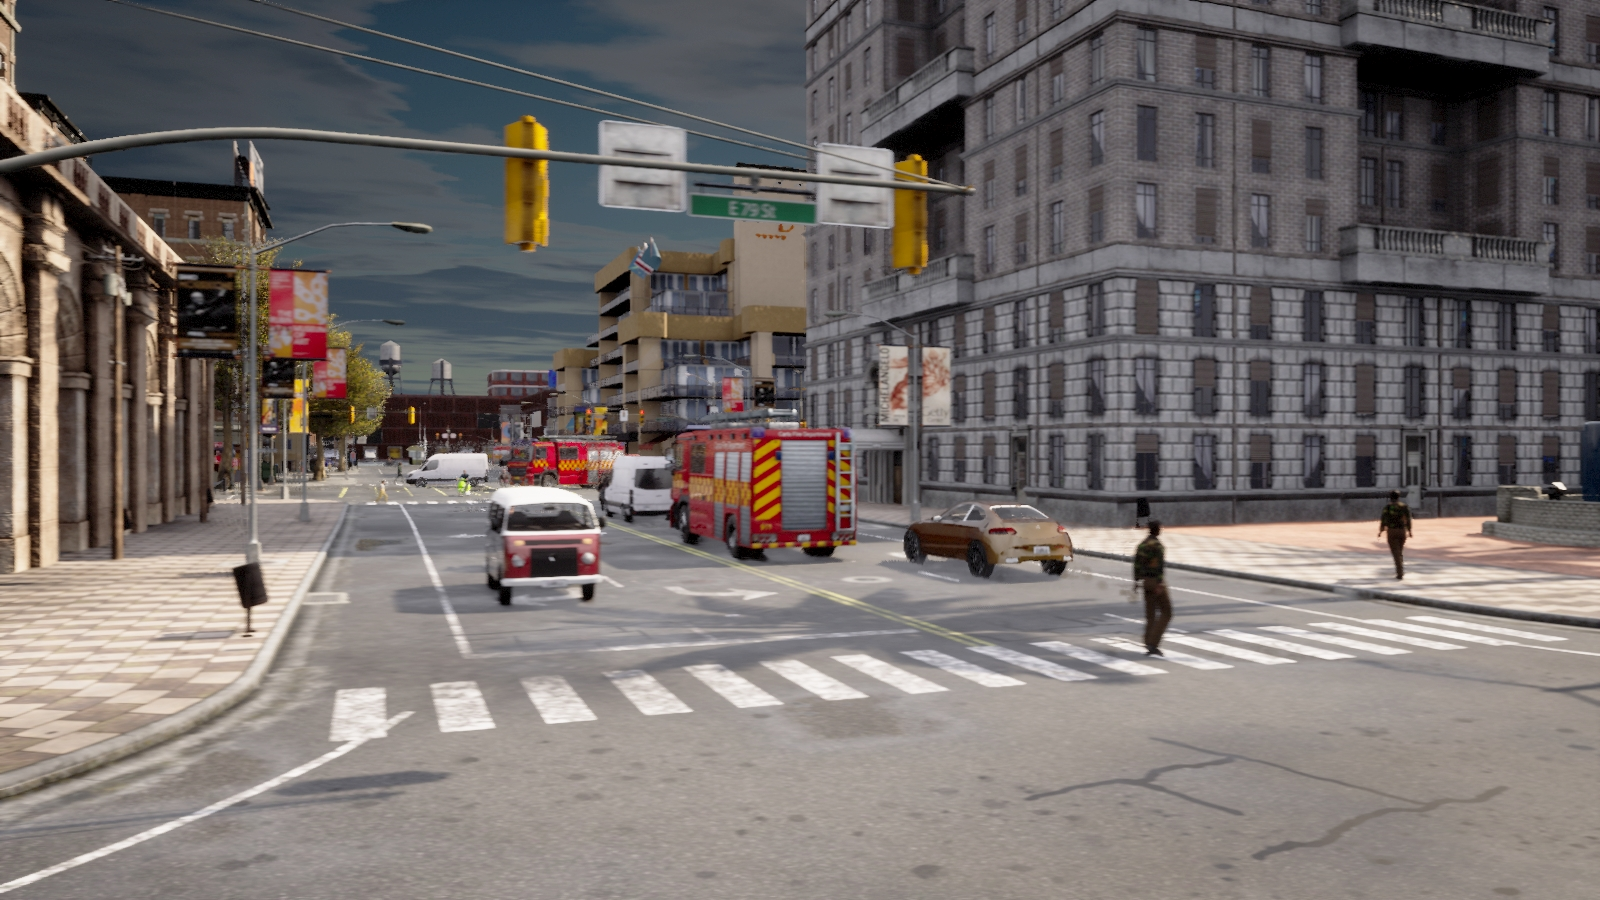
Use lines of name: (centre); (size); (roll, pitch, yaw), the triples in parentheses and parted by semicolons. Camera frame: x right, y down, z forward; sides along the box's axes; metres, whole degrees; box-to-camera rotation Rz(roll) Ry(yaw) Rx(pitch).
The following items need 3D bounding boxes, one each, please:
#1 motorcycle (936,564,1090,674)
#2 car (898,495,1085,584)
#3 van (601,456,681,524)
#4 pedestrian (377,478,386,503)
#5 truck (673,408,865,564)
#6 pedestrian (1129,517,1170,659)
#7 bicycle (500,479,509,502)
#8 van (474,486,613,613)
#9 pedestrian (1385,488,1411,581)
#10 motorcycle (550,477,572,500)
motorcycle: (2.789, 2.182, 14.973); (1.805, 1.236, 0.856); (0, 0, -20)
car: (4.324, 1.993, 26.807); (2.152, 1.651, 5.027); (0, 0, -20)
van: (-6.561, 1.536, 46.447); (1.988, 2.561, 5.915); (0, 0, -20)
pedestrian: (-22.069, 2.129, 60.267); (0.375, 1.300, 0.375); (0, 0, -10)
truck: (-1.166, 0.891, 32.556); (2.891, 3.827, 8.468); (0, 0, -20)
pedestrian: (4.731, 1.849, 15.471); (0.375, 1.860, 0.375); (0, 0, -31)
bicycle: (-16.116, 2.211, 62.341); (0.329, 1.171, 1.835); (0, 0, -20)
van: (-5.076, 1.783, 22.125); (2.069, 2.038, 4.480); (0, 0, -20)
pedestrian: (12.108, 1.697, 23.130); (0.375, 1.860, 0.375); (0, 0, 11)
motorcycle: (-13.669, 2.206, 65.326); (0.867, 1.251, 2.209); (0, 0, -21)
